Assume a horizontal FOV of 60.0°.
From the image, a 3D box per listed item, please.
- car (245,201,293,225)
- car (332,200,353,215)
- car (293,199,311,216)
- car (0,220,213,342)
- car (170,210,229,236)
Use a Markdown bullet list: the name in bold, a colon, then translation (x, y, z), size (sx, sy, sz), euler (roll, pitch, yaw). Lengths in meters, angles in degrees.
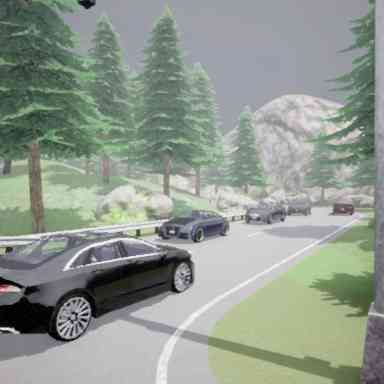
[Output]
- **car**: translation (5.565, 1.513, 24.773), size (2.128, 1.511, 4.902), euler (0, 0, 33)
- **car**: translation (15.870, 1.564, 35.126), size (1.882, 1.535, 5.008), euler (1, 0, 23)
- **car**: translation (10.863, 1.532, 33.510), size (1.837, 1.490, 4.892), euler (0, 0, 26)
- **car**: translation (-1.772, 1.552, 6.660), size (2.128, 1.511, 4.902), euler (0, -1, 33)
- **car**: translation (0.194, 1.578, 16.404), size (1.994, 1.385, 4.181), euler (0, 0, 33)
